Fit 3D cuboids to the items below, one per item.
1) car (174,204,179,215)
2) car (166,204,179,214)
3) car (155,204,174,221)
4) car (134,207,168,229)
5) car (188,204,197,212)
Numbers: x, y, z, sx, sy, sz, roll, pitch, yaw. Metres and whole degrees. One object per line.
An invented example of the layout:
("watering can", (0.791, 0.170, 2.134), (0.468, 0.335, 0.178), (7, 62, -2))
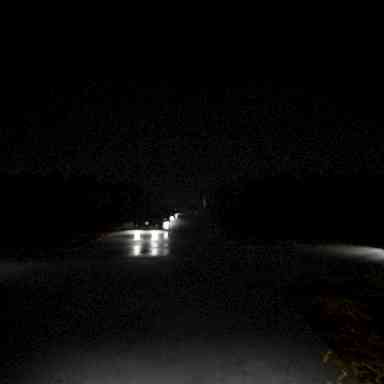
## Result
("car", (-3.171, 2.319, 43.531), (2.128, 1.511, 4.902), (0, -2, 0))
("car", (-3.141, 2.721, 53.680), (1.837, 1.490, 4.892), (0, -2, 0))
("car", (-3.182, 2.135, 34.163), (1.837, 1.490, 4.892), (0, -1, 0))
("car", (-3.180, 2.054, 25.328), (1.994, 1.385, 4.181), (0, -1, 0))
("car", (0.126, 3.132, 66.936), (2.128, 1.511, 4.902), (0, -1, 0))
